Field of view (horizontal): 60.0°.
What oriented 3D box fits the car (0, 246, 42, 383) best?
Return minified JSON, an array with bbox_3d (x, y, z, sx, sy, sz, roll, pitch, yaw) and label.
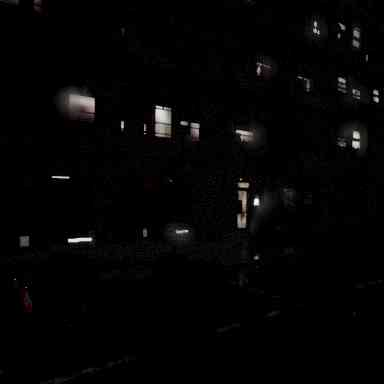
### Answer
[{"bbox_3d":[-4.021,1.440,3.691,4.097,1.590,1.967,0,0,-35],"label":"car"}]
